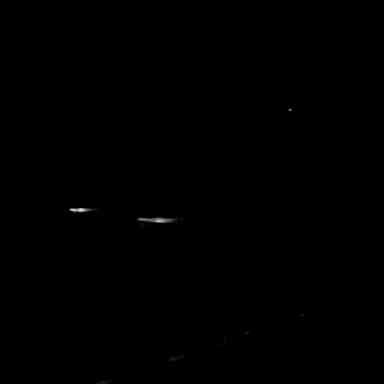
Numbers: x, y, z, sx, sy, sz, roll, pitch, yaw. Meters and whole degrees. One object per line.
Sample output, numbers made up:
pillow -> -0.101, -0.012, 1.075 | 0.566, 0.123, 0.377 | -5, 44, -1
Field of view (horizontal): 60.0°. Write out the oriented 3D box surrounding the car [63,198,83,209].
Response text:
car -> -17.762, 1.658, 49.544 | 2.128, 1.511, 4.902 | -1, 0, -36

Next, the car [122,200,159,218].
car -> -4.997, 1.560, 31.759 | 1.882, 1.535, 5.008 | -1, 0, -36
